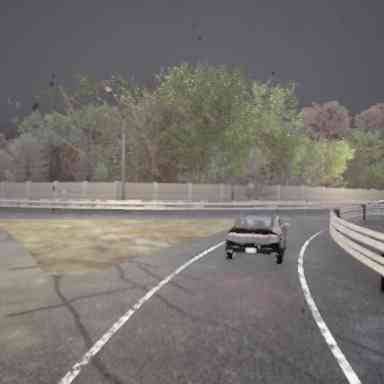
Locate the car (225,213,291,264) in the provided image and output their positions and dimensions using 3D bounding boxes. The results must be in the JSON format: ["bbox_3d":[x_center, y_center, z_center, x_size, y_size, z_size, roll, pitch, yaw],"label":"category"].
[{"bbox_3d":[2.482,1.520,12.161,2.128,1.511,4.902,0,0,18],"label":"car"}]
